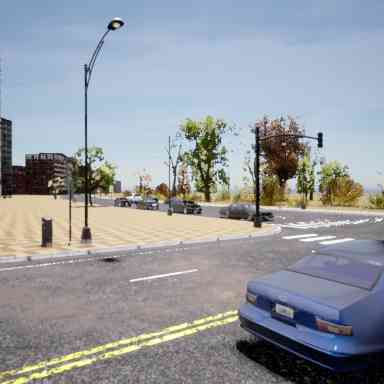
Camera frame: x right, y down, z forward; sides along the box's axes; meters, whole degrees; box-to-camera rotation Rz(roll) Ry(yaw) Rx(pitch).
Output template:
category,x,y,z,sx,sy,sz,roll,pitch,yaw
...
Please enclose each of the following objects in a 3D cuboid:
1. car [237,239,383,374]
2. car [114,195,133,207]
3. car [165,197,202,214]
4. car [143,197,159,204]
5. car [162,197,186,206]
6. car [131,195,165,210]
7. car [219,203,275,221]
category,x,y,z,sx,sy,sz,roll,pitch,yaw
car,3.245,1.547,5.613,5.357,1.411,2.033,0,0,-34
car,-11.346,1.627,54.163,1.837,1.490,4.892,0,0,-30
car,-0.731,1.585,36.408,1.837,1.490,4.892,0,0,-32
car,-8.586,1.667,69.327,1.994,1.385,4.181,0,0,-29
car,-3.350,1.634,60.098,2.033,1.411,5.357,0,0,-30
car,-6.110,1.594,45.241,2.128,1.511,4.902,0,0,-31
car,4.445,1.604,27.998,2.033,1.411,5.357,0,0,-31
